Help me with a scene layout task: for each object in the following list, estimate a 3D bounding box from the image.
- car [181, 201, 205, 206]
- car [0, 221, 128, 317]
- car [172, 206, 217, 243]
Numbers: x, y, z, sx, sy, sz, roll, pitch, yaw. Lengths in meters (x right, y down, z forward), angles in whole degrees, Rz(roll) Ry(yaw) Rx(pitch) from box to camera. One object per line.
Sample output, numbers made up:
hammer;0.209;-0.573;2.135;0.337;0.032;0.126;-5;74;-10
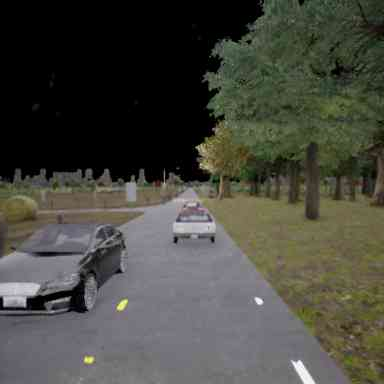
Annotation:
car;0.083;1.452;27.919;1.812;1.442;4.674;0;0;-1
car;-2.778;1.476;7.710;2.128;1.511;4.902;0;0;1
car;0.096;1.563;15.958;1.895;1.301;4.718;0;0;0
